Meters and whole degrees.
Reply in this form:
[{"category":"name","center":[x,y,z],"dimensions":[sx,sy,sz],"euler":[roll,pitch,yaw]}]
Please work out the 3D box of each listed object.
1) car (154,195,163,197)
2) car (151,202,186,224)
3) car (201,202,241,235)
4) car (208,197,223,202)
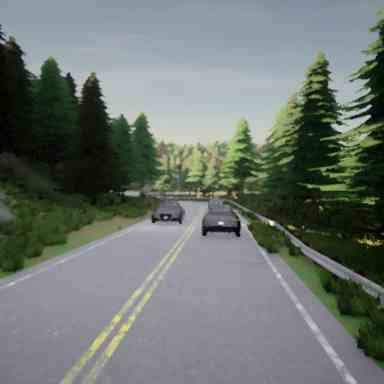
[{"category":"car","center":[-6.674,1.280,64.265],"dimensions":[1.812,1.442,4.674],"euler":[-3,1,-36]},{"category":"car","center":[-1.530,1.397,22.832],"dimensions":[1.994,1.385,4.181],"euler":[1,0,4]},{"category":"car","center":[1.554,1.463,18.055],"dimensions":[1.994,1.385,4.181],"euler":[1,0,4]},{"category":"car","center":[2.736,1.310,39.071],"dimensions":[2.033,1.411,5.357],"euler":[0,0,2]}]
